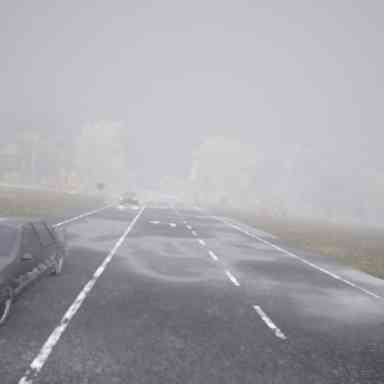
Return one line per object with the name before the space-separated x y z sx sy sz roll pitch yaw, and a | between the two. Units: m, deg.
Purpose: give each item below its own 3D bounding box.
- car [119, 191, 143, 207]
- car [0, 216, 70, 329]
car | -7.192 0.696 38.589 2.097 1.767 4.553 5 0 -6
car | -3.793 1.209 6.390 2.033 1.411 5.357 5 0 -7
